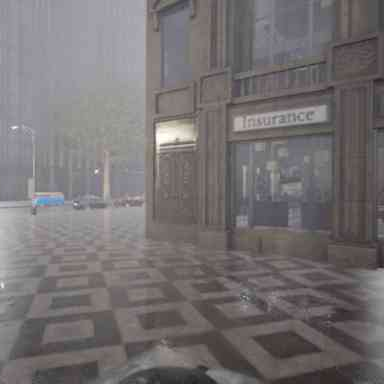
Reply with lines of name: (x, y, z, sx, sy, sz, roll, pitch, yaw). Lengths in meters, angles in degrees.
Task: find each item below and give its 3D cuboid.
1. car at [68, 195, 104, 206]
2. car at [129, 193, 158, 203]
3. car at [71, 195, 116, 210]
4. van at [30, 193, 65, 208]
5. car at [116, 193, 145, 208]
car: (-14.384, 1.107, 45.354, 2.008, 1.369, 4.403, 1, 2, 36)
car: (-7.910, 0.929, 54.332, 1.752, 1.417, 4.829, 2, 2, 36)
car: (-10.747, 1.264, 35.820, 1.947, 1.339, 4.313, 1, 2, 36)
van: (-17.667, 0.967, 40.794, 1.690, 1.788, 3.998, 1, 1, 36)
car: (-7.462, 1.173, 40.375, 1.887, 1.381, 4.507, 2, 2, 36)
